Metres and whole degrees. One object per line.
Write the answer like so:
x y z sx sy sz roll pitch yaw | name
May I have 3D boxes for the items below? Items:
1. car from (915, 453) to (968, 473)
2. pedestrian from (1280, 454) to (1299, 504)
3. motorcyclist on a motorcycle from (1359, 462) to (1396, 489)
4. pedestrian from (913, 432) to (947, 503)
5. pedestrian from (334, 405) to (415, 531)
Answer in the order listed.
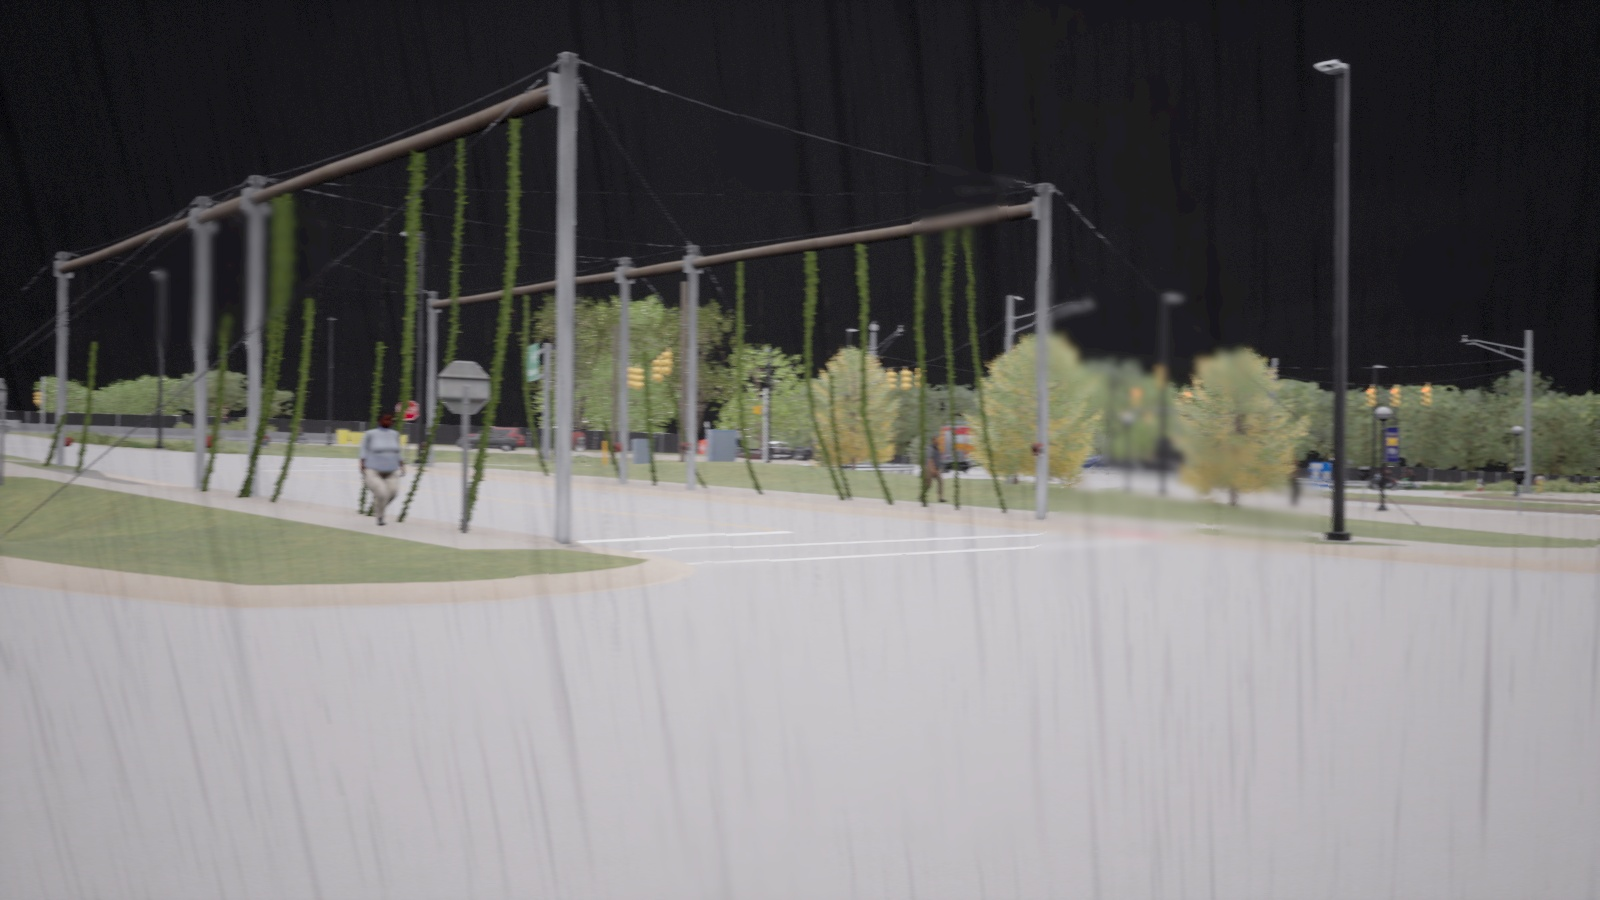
9.710 0.900 86.497 1.895 1.301 4.718 2 0 -17 | car
18.081 1.063 46.366 0.331 1.846 0.634 0 0 -19 | pedestrian
37.026 1.639 80.560 2.350 1.649 0.766 1 0 -23 | motorcyclist on a motorcycle
3.412 0.450 32.991 0.694 1.848 0.540 0 0 45 | pedestrian
-6.495 0.271 19.160 0.874 1.855 0.900 1 0 -42 | pedestrian
